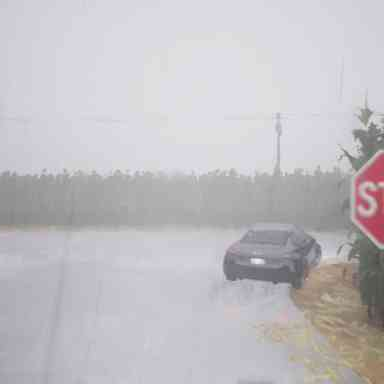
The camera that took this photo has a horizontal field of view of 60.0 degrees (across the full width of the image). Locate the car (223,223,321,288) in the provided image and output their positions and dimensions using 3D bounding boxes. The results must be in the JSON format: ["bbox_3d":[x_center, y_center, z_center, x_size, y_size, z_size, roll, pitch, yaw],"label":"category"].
[{"bbox_3d":[2.431,1.586,9.560,1.994,1.385,4.181,0,0,27],"label":"car"}]
